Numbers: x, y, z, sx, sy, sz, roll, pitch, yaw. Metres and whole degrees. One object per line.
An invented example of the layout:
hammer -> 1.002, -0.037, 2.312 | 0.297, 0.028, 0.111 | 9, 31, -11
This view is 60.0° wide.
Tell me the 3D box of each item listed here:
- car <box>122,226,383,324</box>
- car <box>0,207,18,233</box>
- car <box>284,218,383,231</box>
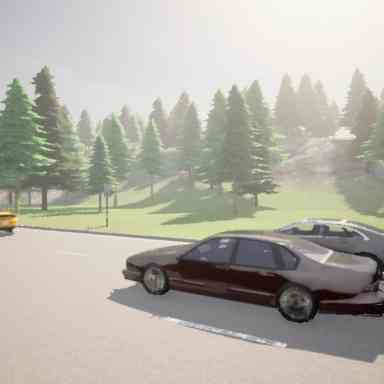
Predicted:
car -> 1.070, 1.548, 7.098 | 5.357, 1.411, 2.033 | 0, 0, 30
car -> -11.799, 1.477, 18.414 | 5.008, 1.535, 1.882 | 0, 0, 30
car -> 3.432, 1.493, 9.437 | 4.902, 1.511, 2.128 | 0, 0, 32
